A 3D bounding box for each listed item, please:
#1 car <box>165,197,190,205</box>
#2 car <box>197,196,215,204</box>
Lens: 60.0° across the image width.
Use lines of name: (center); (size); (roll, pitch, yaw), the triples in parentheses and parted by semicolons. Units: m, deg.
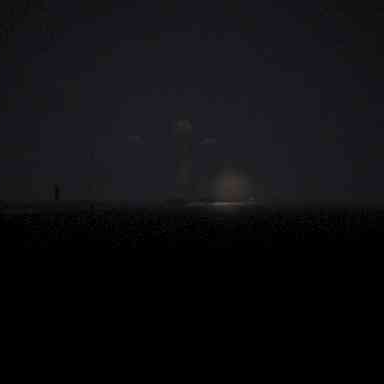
car: (-2.674, 1.662, 61.034); (2.033, 1.411, 5.357); (1, 0, 36)
car: (3.017, 1.661, 69.075); (1.837, 1.490, 4.892); (1, 0, 36)
